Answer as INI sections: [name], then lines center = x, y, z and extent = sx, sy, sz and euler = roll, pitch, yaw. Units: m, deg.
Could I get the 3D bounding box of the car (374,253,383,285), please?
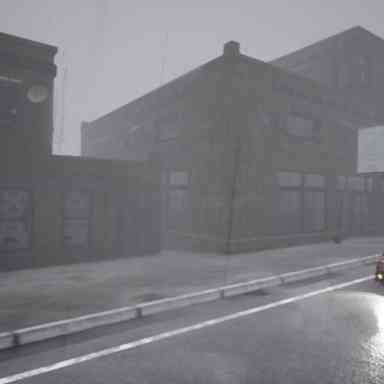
[car]
center = 6.351, 1.633, 8.211
extent = 4.181, 1.385, 1.994
euler = 0, 0, -35
